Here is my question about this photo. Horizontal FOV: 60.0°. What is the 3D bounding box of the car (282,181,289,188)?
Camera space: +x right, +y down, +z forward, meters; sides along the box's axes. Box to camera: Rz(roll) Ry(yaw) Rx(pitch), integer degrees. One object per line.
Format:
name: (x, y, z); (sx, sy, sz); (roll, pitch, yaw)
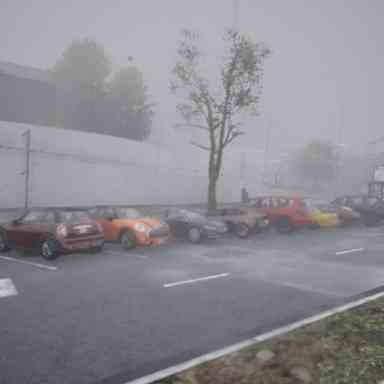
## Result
car: (22.001, -1.669, 75.860); (1.946, 1.575, 5.366); (7, 3, 35)

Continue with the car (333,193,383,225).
car: (11.617, 1.316, 24.813); (5.566, 2.045, 2.435); (-1, -1, 35)

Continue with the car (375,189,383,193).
car: (33.964, 0.279, 58.436); (2.002, 1.452, 4.674); (7, 3, 35)

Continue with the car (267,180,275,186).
car: (20.169, -1.901, 78.180); (2.002, 1.452, 4.674); (7, 3, 35)

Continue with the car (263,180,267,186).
car: (18.427, -2.175, 80.642); (2.002, 1.452, 4.674); (7, 3, 35)

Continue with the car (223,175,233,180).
car: (11.471, -3.557, 90.412); (2.435, 2.045, 5.566); (7, 3, 34)

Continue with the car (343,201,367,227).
car: (9.190, 1.595, 23.054); (4.674, 1.452, 2.002); (-1, -1, 35)

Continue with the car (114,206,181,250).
car: (-3.066, 1.376, 14.380); (4.553, 1.767, 2.185); (-1, -1, 34)

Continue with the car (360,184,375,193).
car: (32.274, -0.283, 60.909); (2.435, 2.045, 5.566); (7, 3, 35)

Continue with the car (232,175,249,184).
car: (13.322, -3.033, 88.153); (1.946, 1.575, 5.366); (7, 3, 34)

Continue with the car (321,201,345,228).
car: (6.584, 1.542, 21.426); (5.366, 1.575, 1.946); (-1, -1, 35)

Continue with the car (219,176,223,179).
car: (9.677, -3.709, 92.878); (2.185, 1.767, 4.553); (6, 3, 34)

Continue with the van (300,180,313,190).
van: (25.304, -1.349, 70.657); (1.878, 1.987, 4.442); (7, 3, 35)

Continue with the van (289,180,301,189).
van: (23.575, -1.622, 73.129); (1.878, 1.987, 4.442); (7, 3, 35)

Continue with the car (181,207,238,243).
car: (-0.600, 1.511, 16.106); (4.892, 1.521, 2.231); (-1, -1, 35)

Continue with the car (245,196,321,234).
car: (4.265, 1.280, 19.599); (5.566, 2.045, 2.435); (-1, -1, 35)

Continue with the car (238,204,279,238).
car: (1.820, 1.549, 17.853); (4.792, 1.488, 2.163); (-1, -1, 35)

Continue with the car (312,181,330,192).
car: (27.064, -0.850, 68.295); (2.231, 1.521, 4.892); (7, 3, 35)

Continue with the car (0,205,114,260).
car: (-5.461, 1.368, 12.596); (4.553, 1.767, 2.185); (-1, -1, 35)
